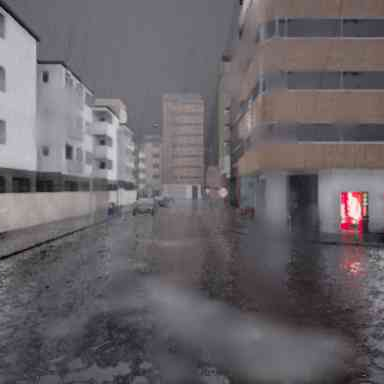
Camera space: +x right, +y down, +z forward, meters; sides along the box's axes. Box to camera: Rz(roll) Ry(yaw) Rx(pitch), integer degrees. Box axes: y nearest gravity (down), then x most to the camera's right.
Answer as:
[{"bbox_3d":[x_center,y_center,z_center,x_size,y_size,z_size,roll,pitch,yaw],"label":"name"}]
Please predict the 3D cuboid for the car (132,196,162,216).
[{"bbox_3d":[-4.082,1.267,29.705,1.837,1.490,4.892,0,1,0],"label":"car"}]

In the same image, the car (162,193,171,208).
[{"bbox_3d":[-4.065,1.222,40.789,2.033,1.411,5.357,0,0,0],"label":"car"}]

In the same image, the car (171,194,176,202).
[{"bbox_3d":[-3.959,1.044,58.565,1.837,1.490,4.892,0,0,0],"label":"car"}]
